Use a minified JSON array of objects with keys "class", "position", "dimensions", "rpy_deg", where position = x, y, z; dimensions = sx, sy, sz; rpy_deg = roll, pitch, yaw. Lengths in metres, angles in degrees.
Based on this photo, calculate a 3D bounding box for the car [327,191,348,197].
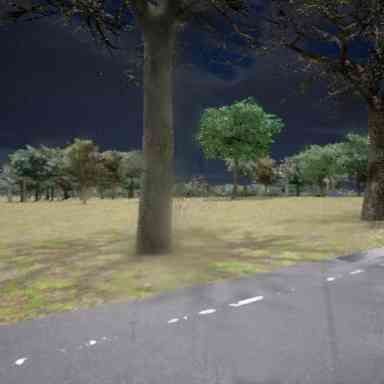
[{"class":"car","position":[33.820,0.574,77.556],"dimensions":[1.812,1.442,4.674],"rpy_deg":[2,-2,-35]}]
